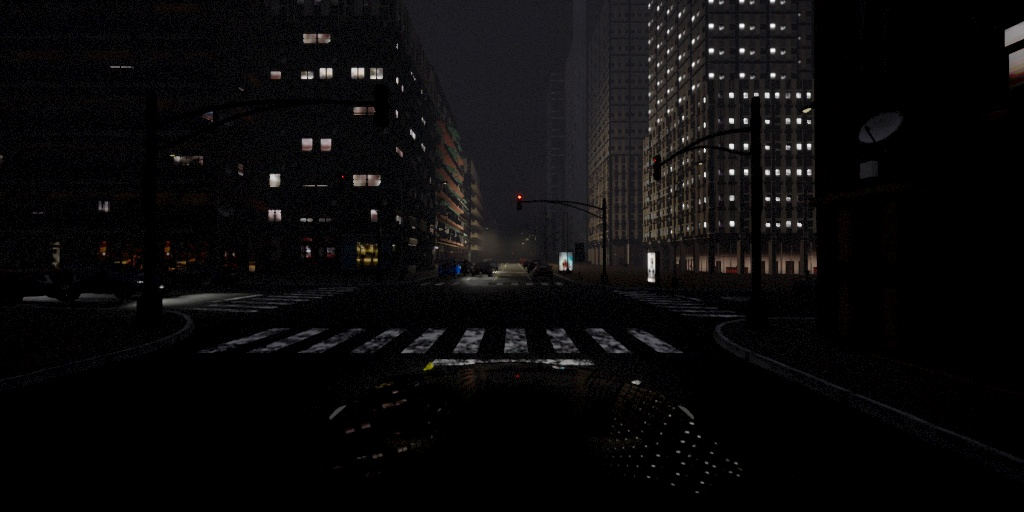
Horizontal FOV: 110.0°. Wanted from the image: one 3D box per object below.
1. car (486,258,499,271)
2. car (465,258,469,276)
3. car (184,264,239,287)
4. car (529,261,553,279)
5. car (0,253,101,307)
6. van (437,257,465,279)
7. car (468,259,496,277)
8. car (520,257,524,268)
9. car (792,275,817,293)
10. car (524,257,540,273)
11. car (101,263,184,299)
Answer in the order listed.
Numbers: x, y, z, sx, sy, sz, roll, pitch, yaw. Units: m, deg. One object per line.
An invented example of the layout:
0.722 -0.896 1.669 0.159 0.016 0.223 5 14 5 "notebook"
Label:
-2.877 1.299 49.699 1.812 1.442 4.674 0 0 0 "car"
-5.597 1.079 38.032 2.192 1.841 5.009 0 0 0 "car"
-18.744 1.104 21.363 4.313 1.339 1.948 0 0 0 "car"
2.770 1.343 32.481 1.802 1.307 4.207 0 0 0 "car"
-18.744 0.784 12.983 5.009 1.841 2.192 0 0 0 "car"
-5.611 1.102 32.504 1.690 1.789 3.998 0 0 0 "van"
-2.913 1.298 35.496 1.812 1.442 4.674 0 0 0 "car"
2.840 1.221 60.119 1.967 1.591 4.097 0 0 0 "car"
19.444 1.644 21.670 4.403 1.370 2.007 0 0 0 "car"
2.798 1.208 43.537 1.967 1.591 4.097 0 0 0 "car"
-17.581 1.033 15.604 4.674 1.442 1.812 1 0 0 "car"
